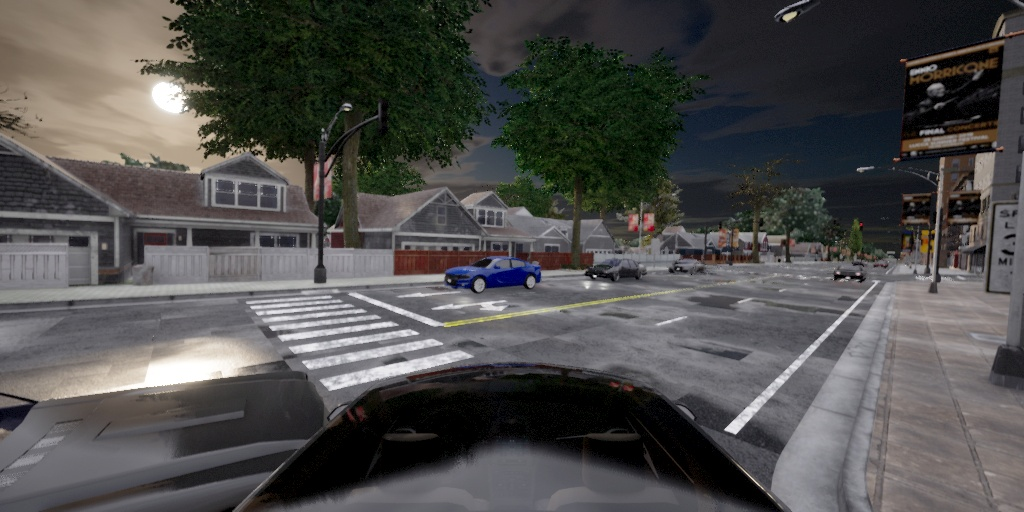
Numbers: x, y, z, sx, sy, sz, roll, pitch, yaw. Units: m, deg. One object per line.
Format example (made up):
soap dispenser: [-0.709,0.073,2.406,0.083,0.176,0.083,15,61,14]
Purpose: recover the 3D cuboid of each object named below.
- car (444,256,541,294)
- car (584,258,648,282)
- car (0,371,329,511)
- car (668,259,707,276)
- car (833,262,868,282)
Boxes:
car: [-0.770,0.762,16.667,5.008,1.535,1.882,0,3,-43]
car: [7.072,0.869,23.888,5.357,1.411,2.033,0,3,-43]
car: [-3.325,1.290,1.540,4.718,1.301,1.895,1,2,-33]
car: [15.494,0.929,31.596,4.181,1.385,1.994,0,3,-42]
car: [29.114,1.480,30.810,4.718,1.301,1.895,1,2,-43]
